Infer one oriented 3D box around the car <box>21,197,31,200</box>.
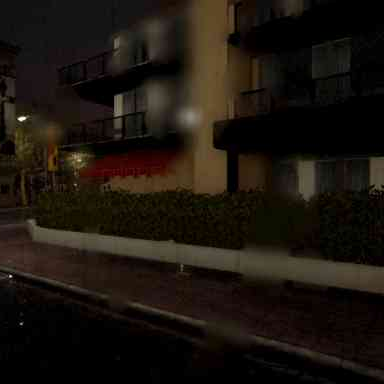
[{"bbox_3d":[-35.606,1.475,67.647,4.892,1.521,2.231,0,0,36],"label":"car"}]
